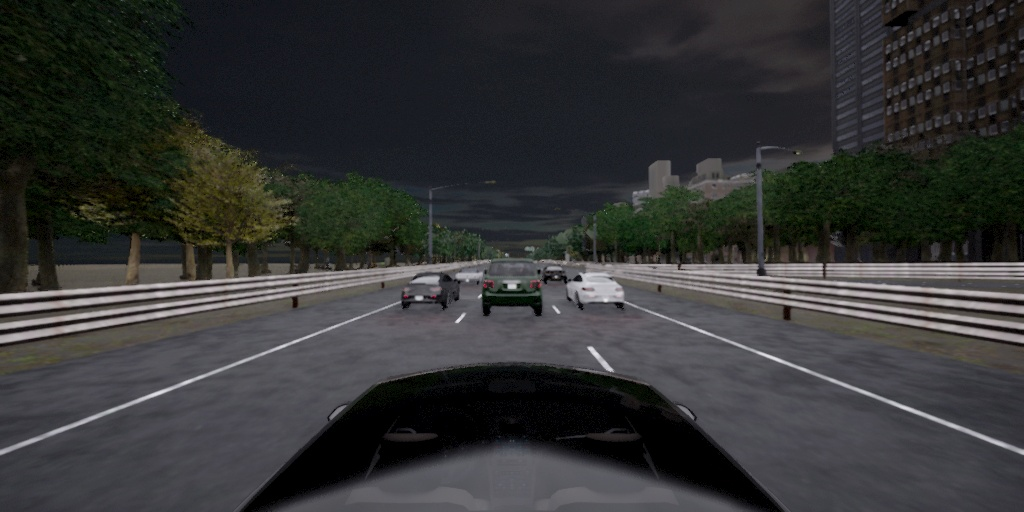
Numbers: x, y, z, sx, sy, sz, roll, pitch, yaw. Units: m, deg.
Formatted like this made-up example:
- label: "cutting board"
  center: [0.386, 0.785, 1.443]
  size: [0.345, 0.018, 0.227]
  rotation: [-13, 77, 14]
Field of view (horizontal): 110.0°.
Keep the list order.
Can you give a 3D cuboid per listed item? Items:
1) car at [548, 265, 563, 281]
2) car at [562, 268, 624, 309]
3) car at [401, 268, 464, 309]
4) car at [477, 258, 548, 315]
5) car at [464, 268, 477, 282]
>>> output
- label: "car"
  center: [3.551, 1.533, 31.074]
  size: [1.882, 1.535, 5.008]
  rotation: [0, 0, 1]
- label: "car"
  center: [3.535, 1.426, 15.744]
  size: [1.812, 1.442, 4.674]
  rotation: [0, 0, 0]
- label: "car"
  center: [-3.464, 1.427, 15.748]
  size: [1.812, 1.442, 4.674]
  rotation: [0, 0, 1]
- label: "car"
  center: [0.023, 1.112, 14.457]
  size: [2.150, 2.045, 5.566]
  rotation: [0, 0, 0]
- label: "car"
  center: [-3.458, 1.649, 30.102]
  size: [1.895, 1.301, 4.718]
  rotation: [0, -1, 0]
